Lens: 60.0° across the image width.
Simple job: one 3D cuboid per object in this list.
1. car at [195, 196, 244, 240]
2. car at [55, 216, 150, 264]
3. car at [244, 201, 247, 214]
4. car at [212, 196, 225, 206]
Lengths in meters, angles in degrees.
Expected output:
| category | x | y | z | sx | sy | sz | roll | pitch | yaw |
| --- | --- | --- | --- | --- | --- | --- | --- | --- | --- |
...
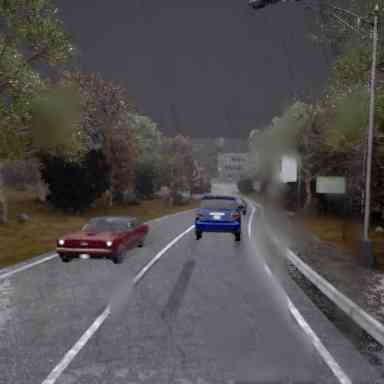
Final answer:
| category | x | y | z | sx | sy | sz | roll | pitch | yaw |
| --- | --- | --- | --- | --- | --- | --- | --- | --- | --- |
| car | 1.471 | 1.210 | 17.307 | 2.150 | 2.045 | 5.566 | 1 | 0 | 8 |
| car | -2.907 | 1.553 | 11.801 | 1.895 | 1.301 | 4.718 | 1 | 0 | 5 |
| car | 4.702 | 1.340 | 35.104 | 2.097 | 1.767 | 4.553 | 1 | 0 | 11 |
| car | 4.382 | 1.393 | 54.617 | 1.882 | 1.535 | 5.008 | 1 | 0 | 8 |
